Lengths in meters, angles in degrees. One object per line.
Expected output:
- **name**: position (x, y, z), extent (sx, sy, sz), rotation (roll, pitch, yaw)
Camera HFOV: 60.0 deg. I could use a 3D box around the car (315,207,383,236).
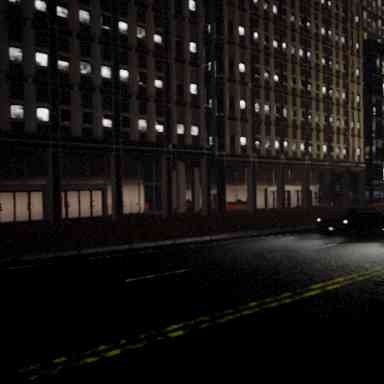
- **car**: position (8.745, 1.507, 17.904), extent (4.718, 1.301, 1.895), rotation (0, 0, -35)
